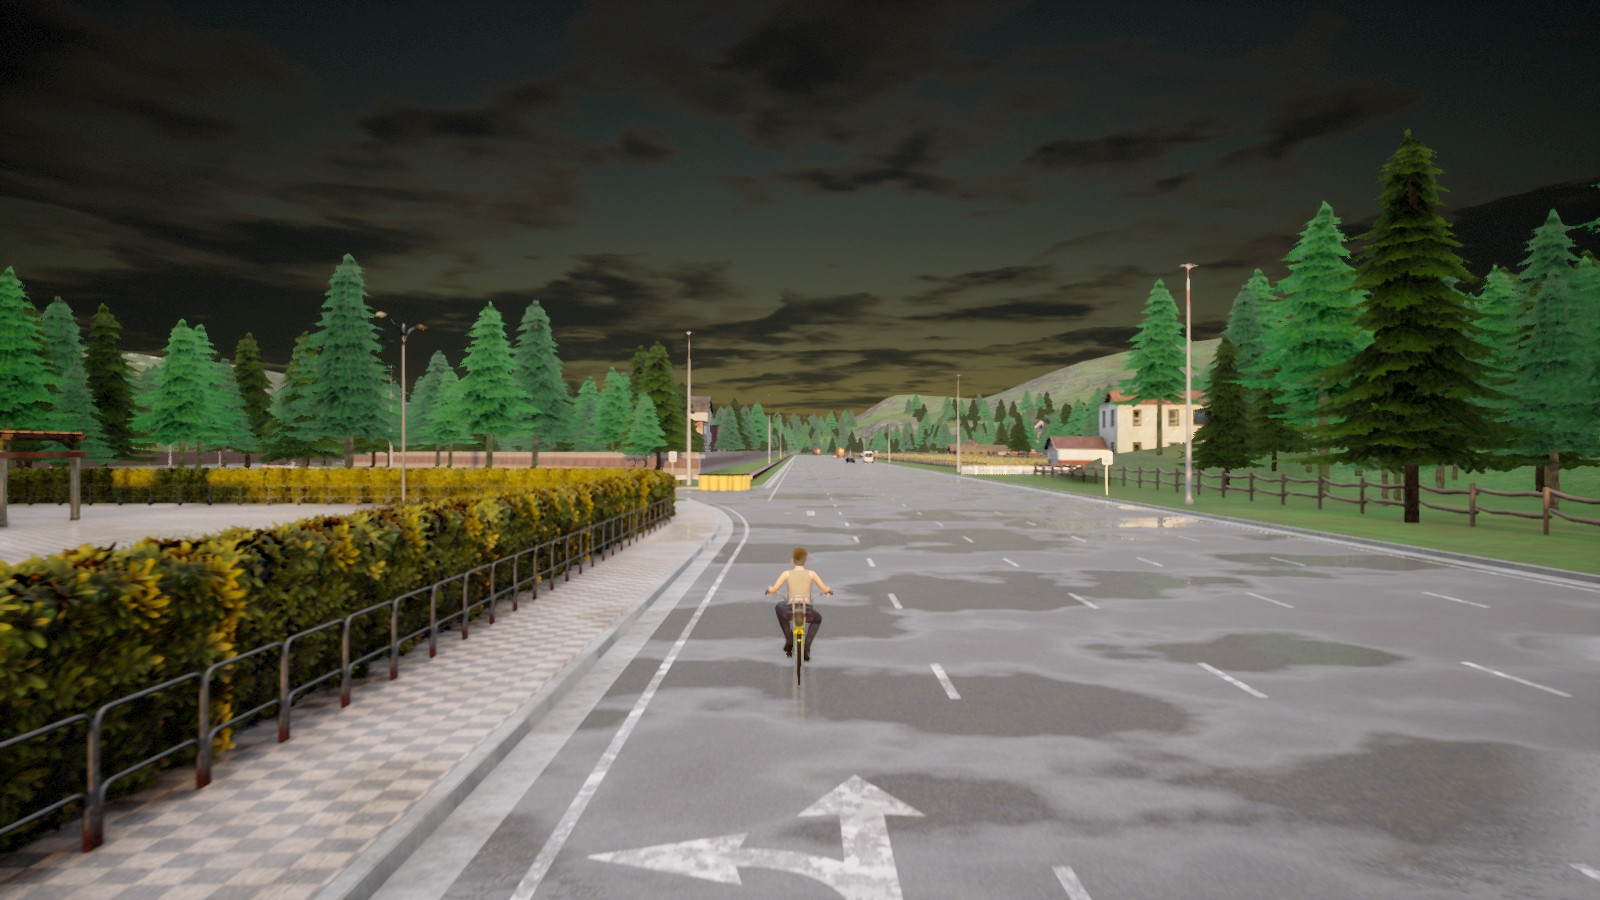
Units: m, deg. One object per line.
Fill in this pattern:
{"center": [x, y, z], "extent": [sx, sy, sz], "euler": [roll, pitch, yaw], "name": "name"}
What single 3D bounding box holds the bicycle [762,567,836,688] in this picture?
{"center": [-0.008, 2.158, 14.142], "extent": [0.859, 1.276, 1.487], "euler": [0, 0, 0], "name": "bicycle"}
